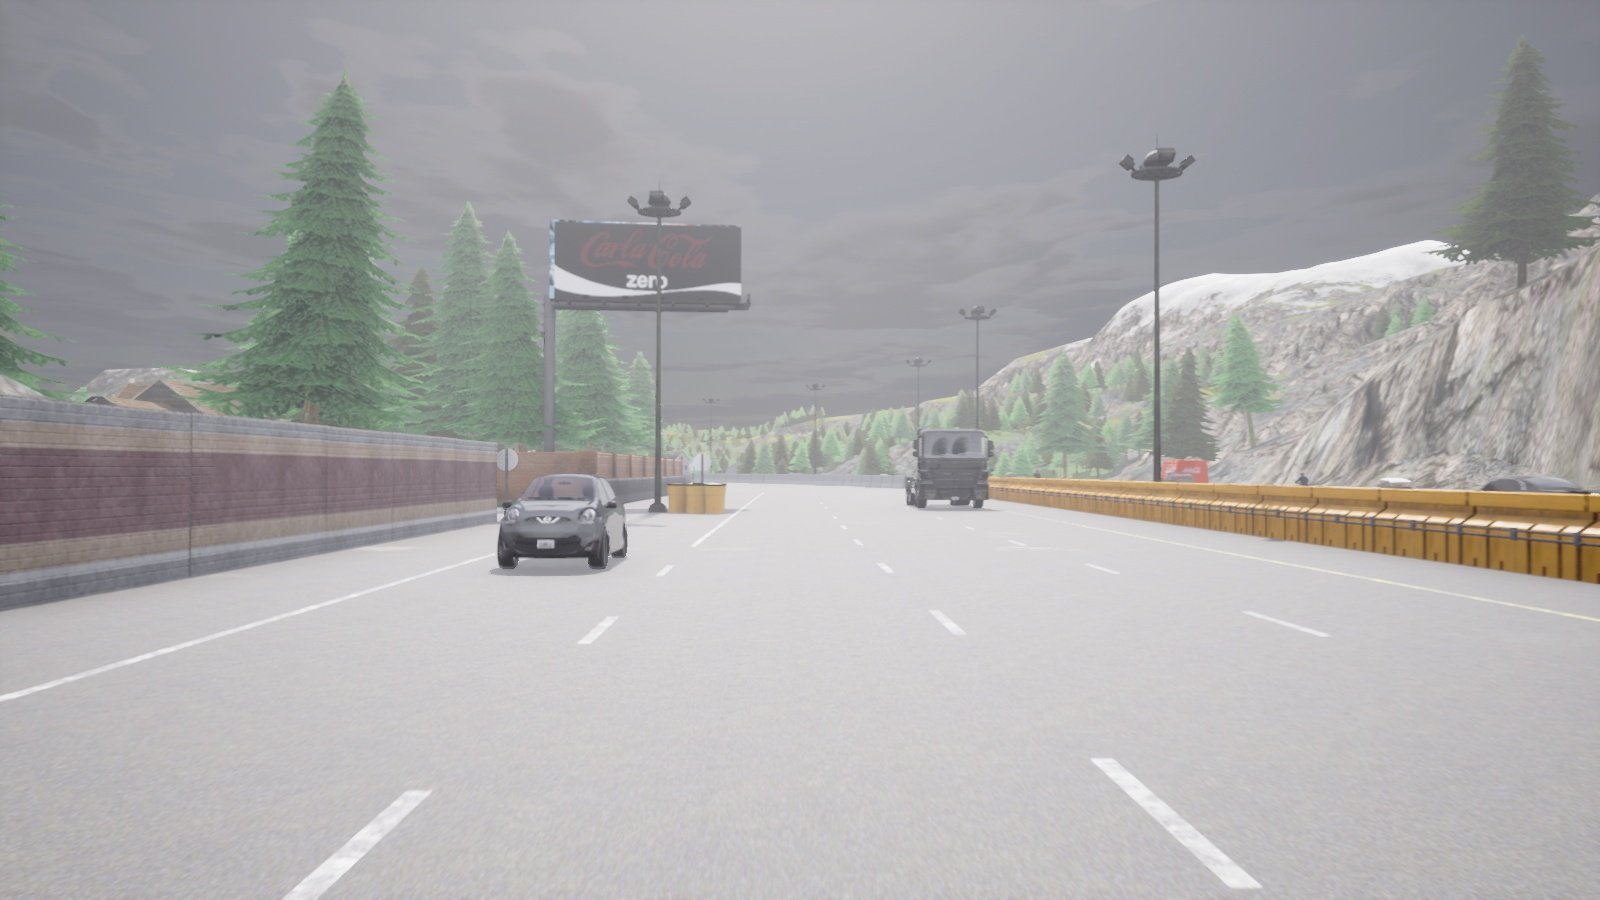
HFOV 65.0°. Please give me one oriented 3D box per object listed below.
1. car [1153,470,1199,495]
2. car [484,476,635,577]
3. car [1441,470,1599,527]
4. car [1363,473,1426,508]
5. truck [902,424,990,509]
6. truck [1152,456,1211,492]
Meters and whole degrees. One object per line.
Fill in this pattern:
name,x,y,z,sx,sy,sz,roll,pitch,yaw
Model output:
car,23.704,2.018,79.261,1.789,1.549,3.705,0,-1,0
car,-3.869,1.193,20.757,1.845,1.501,3.633,0,-1,-1
car,20.484,1.331,35.821,1.837,1.490,4.892,0,-1,0
car,23.881,1.612,50.522,1.481,1.376,2.207,0,0,0
truck,6.342,0.736,55.604,2.891,3.462,7.936,0,-1,0
truck,27.146,1.715,89.602,2.627,2.467,5.204,0,-1,0
